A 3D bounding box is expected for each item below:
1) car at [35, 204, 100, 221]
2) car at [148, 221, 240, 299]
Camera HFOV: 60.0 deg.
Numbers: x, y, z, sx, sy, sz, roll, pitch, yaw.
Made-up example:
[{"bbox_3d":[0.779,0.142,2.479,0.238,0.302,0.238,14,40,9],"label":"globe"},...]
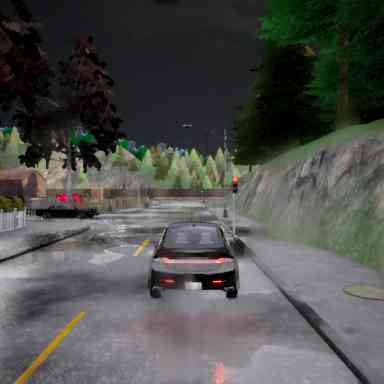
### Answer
[{"bbox_3d":[-9.981,1.601,26.905,4.718,1.301,1.895,0,0,7],"label":"car"},{"bbox_3d":[0.052,1.492,8.464,2.128,1.511,4.902,0,0,1],"label":"car"}]
